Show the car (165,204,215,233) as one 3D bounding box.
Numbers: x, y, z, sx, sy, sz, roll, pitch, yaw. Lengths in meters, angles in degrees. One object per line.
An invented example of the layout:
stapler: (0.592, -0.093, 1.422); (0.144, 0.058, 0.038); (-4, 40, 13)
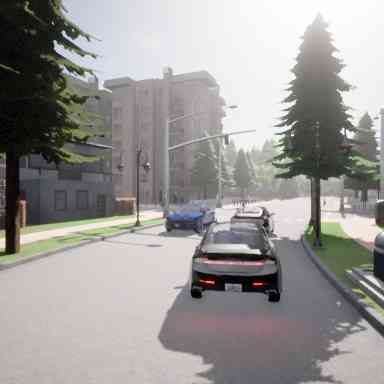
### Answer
car: (0.026, 1.477, 19.699); (1.882, 1.535, 5.008); (0, 0, 19)

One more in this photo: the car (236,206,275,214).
car: (3.233, 1.491, 17.443); (2.128, 1.511, 4.902); (0, 0, 18)

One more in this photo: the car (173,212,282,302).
car: (1.106, 1.491, 8.335); (2.128, 1.511, 4.902); (0, 0, 9)
